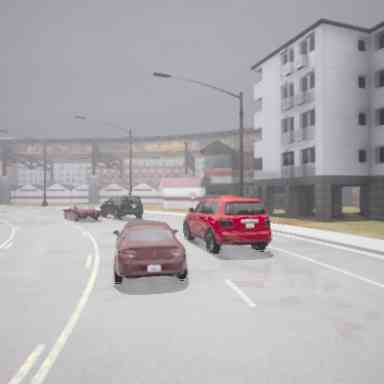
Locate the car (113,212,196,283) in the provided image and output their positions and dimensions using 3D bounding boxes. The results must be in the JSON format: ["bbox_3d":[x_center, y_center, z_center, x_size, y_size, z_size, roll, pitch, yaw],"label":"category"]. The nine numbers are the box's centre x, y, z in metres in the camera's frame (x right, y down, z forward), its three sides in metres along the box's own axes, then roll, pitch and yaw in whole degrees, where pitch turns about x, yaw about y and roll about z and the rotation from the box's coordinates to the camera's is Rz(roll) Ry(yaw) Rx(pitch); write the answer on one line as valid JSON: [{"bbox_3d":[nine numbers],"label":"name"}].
[{"bbox_3d":[-1.317,1.555,9.757,1.812,1.442,4.674,0,0,-12],"label":"car"}]

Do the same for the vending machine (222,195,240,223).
[{"bbox_3d":[2.999,1.256,25.697,1.100,2.100,0.880,0,0,-27],"label":"vending machine"}]

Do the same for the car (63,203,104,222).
[{"bbox_3d":[-9.325,1.700,27.795,1.895,1.301,4.718,0,0,-35],"label":"car"}]

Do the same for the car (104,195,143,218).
[{"bbox_3d":[-6.302,1.317,29.579,2.150,2.045,5.566,0,0,-35],"label":"car"}]

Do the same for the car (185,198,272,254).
[{"bbox_3d":[1.260,1.256,14.013,2.150,2.045,5.566,0,0,-16],"label":"car"}]
